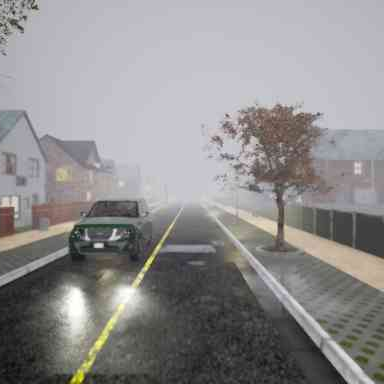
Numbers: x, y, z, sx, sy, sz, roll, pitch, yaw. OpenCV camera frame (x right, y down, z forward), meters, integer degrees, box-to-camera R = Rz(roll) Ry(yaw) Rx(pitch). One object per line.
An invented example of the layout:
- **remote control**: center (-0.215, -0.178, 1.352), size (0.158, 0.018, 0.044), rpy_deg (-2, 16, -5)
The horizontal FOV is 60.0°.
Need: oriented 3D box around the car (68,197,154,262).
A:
- **car**: center (-2.754, 1.235, 12.578), size (2.150, 2.045, 5.566), rpy_deg (0, 0, 0)
